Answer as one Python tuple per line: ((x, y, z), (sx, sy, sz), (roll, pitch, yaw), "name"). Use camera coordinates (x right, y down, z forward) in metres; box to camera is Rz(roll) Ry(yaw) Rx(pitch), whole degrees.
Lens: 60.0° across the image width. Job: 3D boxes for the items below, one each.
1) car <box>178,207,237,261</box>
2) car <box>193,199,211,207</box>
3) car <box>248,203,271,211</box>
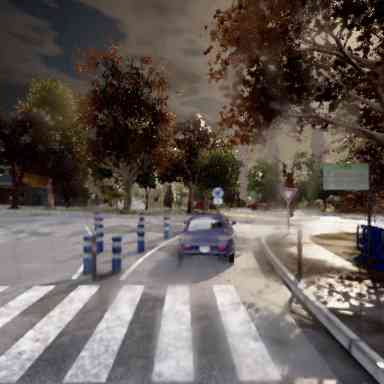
((0.621, 1.490, 12.056), (1.812, 1.442, 4.674), (0, 0, 6), "car")
((2.756, 2.822, 80.138), (2.150, 2.045, 5.566), (0, -2, -20), "car")
((13.900, 3.046, 68.939), (5.008, 1.535, 1.882), (0, 0, 41), "car")
